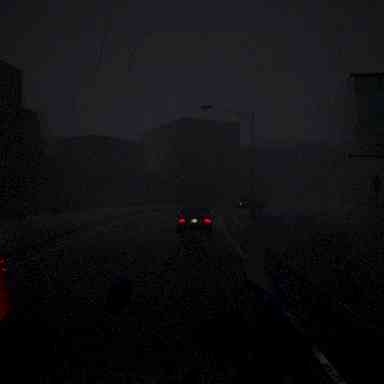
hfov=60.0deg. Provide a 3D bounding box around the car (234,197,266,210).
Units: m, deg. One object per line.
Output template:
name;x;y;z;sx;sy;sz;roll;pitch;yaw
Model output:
car;6.500;1.197;36.710;1.994;1.385;4.181;1;1;42

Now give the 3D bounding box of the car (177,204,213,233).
car;0.185;1.382;18.260;2.033;1.411;5.357;0;1;1

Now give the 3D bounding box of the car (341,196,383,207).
car;24.075;1.337;47.111;5.357;1.411;2.033;1;1;-2

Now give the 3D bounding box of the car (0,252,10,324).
car;-3.597;1.229;2.338;2.150;2.045;5.566;0;0;0
